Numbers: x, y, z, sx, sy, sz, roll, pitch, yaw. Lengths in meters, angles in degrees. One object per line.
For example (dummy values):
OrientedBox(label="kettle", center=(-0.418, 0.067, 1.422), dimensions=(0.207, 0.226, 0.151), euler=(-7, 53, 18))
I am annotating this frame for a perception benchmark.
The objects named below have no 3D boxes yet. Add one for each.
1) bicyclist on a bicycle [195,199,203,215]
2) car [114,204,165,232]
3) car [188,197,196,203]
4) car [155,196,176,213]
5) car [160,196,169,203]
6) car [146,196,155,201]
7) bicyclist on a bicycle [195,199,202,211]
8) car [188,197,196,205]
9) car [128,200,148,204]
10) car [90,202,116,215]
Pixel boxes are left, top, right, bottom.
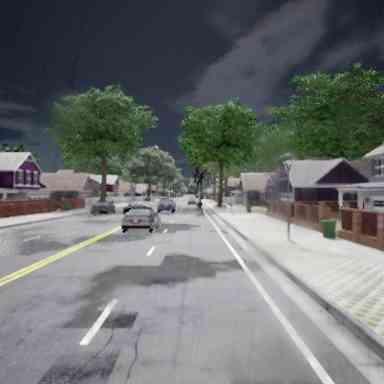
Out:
OrientedBox(label="bicyclist on a bicycle", center=(0.911, 1.635, 36.676), dimensions=(0.659, 1.776, 1.843), euler=(0, 0, 0))
OrientedBox(label="car", center=(-3.140, 1.690, 21.034), dimensions=(2.033, 1.411, 5.357), euler=(0, 0, 0))
OrientedBox(label="car", center=(0.045, 2.073, 89.389), dimensions=(2.033, 1.411, 5.357), euler=(0, -1, 0))
OrientedBox(label="car", center=(-3.130, 1.660, 42.229), dimensions=(2.097, 1.767, 4.553), euler=(0, -1, 0))
OrientedBox(label="car", center=(-6.463, 1.686, 78.718), dimensions=(1.882, 1.535, 5.008), euler=(0, 0, 0))
OrientedBox(label="car", center=(-9.713, 1.564, 78.750), dimensions=(2.097, 1.767, 4.553), euler=(0, 0, 0))
OrientedBox(label="bicyclist on a bicycle", center=(0.907, 1.775, 46.026), dimensions=(0.866, 1.612, 1.509), euler=(0, -1, 0))
OrientedBox(label="car", center=(0.036, 2.145, 73.119), dimensions=(1.895, 1.301, 4.718), euler=(0, 0, 0))
OrientedBox(label="car", center=(-6.572, 1.874, 37.710), dimensions=(1.895, 1.301, 4.718), euler=(0, 0, 0))
OrientedBox(label="car", center=(-9.826, 1.817, 37.281), dimensions=(2.033, 1.411, 5.357), euler=(0, 0, 0))
